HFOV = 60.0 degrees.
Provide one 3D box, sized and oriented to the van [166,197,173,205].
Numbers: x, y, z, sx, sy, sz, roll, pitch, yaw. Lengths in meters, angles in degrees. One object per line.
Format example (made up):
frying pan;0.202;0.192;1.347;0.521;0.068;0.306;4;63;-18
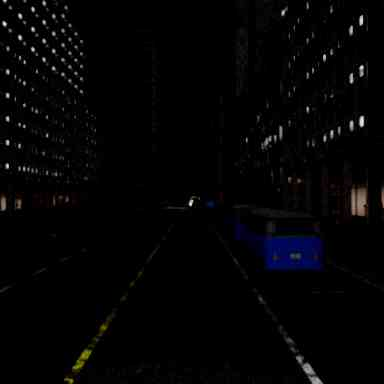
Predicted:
van;-5.699;2.245;84.178;1.690;1.788;3.998;0;-1;0

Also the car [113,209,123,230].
car;-5.694;1.783;21.832;2.008;1.369;4.403;0;-1;0

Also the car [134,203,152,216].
car;-5.695;1.937;38.665;1.752;1.417;4.829;0;-1;0

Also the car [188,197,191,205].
car;0.655;1.861;59.682;2.150;2.045;5.566;0;-1;4

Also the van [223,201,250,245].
van;2.687;1.513;16.166;1.690;1.788;3.998;0;-1;0

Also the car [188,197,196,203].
car;-0.008;2.249;94.897;2.097;1.767;4.553;0;-1;0

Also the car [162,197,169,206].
car;-5.698;2.305;72.670;1.752;1.417;4.829;0;-1;0

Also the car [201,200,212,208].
car;2.683;2.185;61.674;1.752;1.417;4.829;0;-1;0

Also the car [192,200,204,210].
car;0.895;2.050;53.571;1.882;1.535;5.008;0;-1;0

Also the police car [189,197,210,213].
police car;0.896;1.890;43.682;1.930;1.638;5.238;0;-1;0

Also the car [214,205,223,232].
car;2.687;1.777;21.831;1.887;1.381;4.507;0;-1;0

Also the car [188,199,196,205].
car;-0.006;2.283;79.926;1.994;1.385;4.181;0;-1;0

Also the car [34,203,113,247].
car;-5.694;1.487;16.166;2.192;1.841;5.009;0;-1;0

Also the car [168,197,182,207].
car;-3.029;2.168;64.518;1.882;1.535;5.008;0;-1;1

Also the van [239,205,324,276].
van;2.692;1.453;10.500;1.690;1.788;3.998;0;-1;0

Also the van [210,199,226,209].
van;2.686;1.633;27.501;1.690;1.788;3.998;0;-1;0
